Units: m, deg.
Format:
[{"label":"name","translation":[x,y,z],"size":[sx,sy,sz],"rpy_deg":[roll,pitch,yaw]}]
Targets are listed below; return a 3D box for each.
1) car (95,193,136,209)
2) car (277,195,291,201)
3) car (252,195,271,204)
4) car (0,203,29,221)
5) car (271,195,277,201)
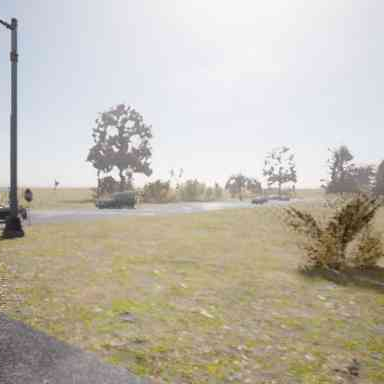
[{"label":"car","translation":[-9.426,1.158,41.459],"size":[2.150,2.045,5.566],"rpy_deg":[1,2,34]},{"label":"car","translation":[23.109,1.532,82.454],"size":[1.994,1.385,4.181],"rpy_deg":[1,0,28]},{"label":"car","translation":[12.813,1.536,62.603],"size":[1.994,1.385,4.181],"rpy_deg":[1,0,30]},{"label":"car","translation":[-13.668,1.340,22.540],"size":[2.128,1.511,4.902],"rpy_deg":[1,0,34]},{"label":"car","translation":[20.753,1.463,86.493],"size":[2.128,1.511,4.902],"rpy_deg":[1,0,34]}]
